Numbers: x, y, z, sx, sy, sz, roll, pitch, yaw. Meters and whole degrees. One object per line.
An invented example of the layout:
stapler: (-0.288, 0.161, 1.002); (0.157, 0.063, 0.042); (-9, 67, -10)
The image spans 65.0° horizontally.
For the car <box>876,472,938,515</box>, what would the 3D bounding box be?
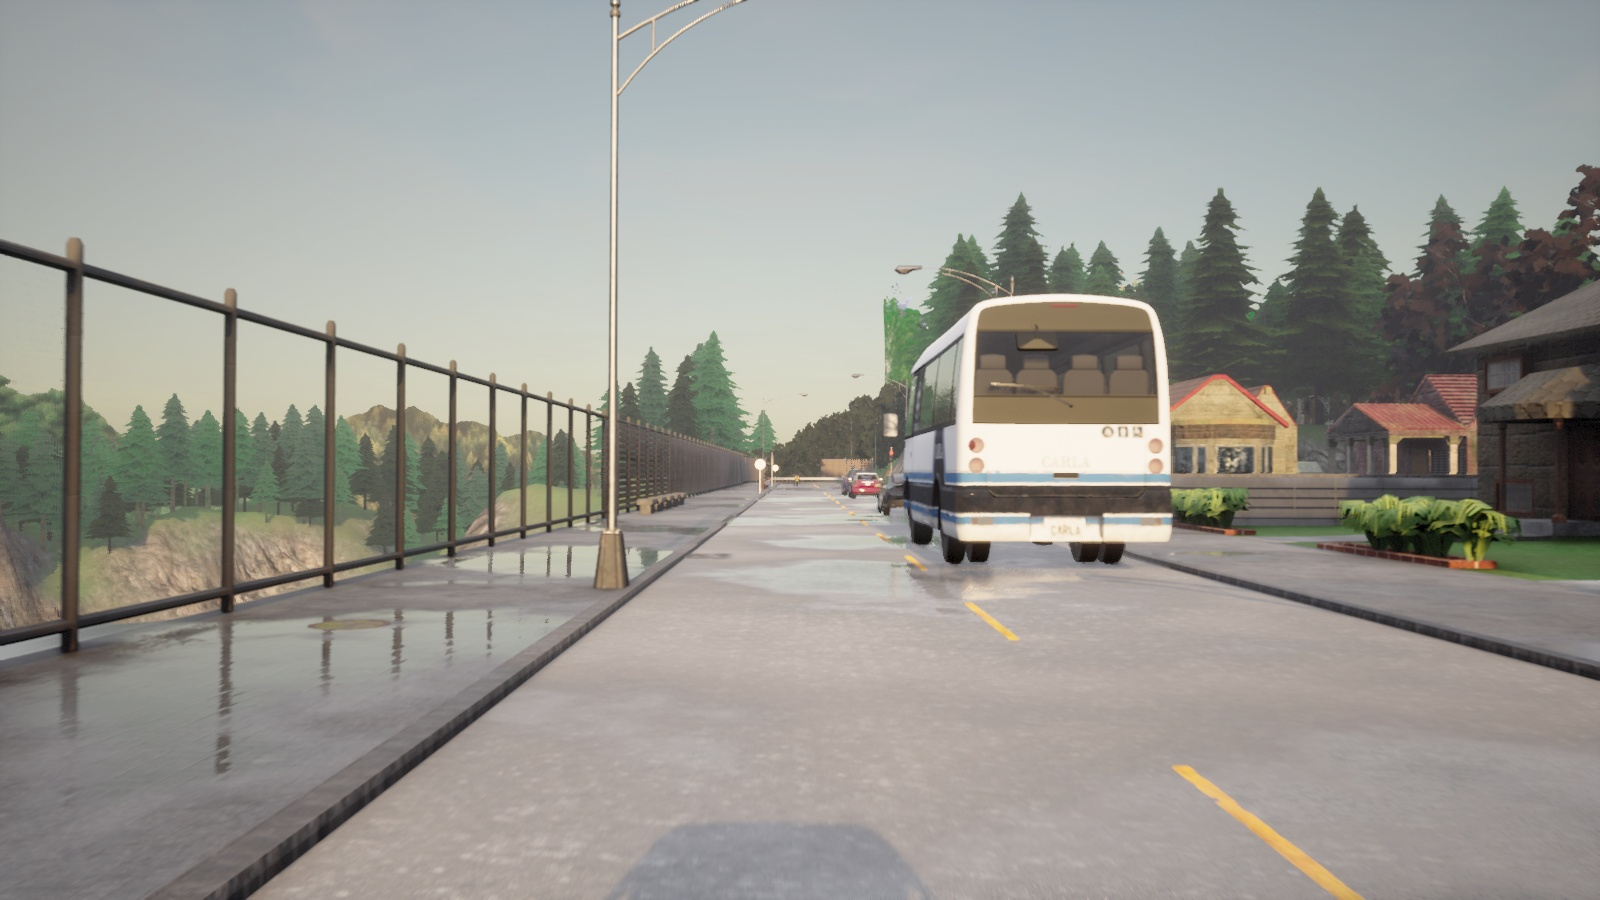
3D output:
car: (3.887, 1.581, 46.398); (1.837, 1.490, 4.892); (0, -1, 0)

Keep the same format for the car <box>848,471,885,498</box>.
car: (3.831, 1.985, 72.871); (1.970, 1.475, 3.806); (0, -1, 0)

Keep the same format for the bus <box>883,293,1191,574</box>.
bus: (3.936, -0.172, 24.215); (3.944, 4.253, 10.273); (0, -1, 0)

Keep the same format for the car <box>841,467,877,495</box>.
car: (3.811, 2.033, 82.152); (2.097, 1.767, 4.553); (0, -1, 0)
